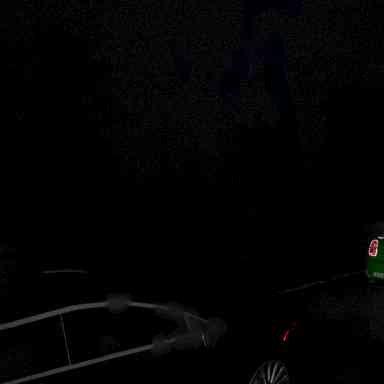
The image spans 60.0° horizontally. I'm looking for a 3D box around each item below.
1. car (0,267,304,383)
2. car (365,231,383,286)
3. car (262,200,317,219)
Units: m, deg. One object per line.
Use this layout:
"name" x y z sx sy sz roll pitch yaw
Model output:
"car" -0.998 1.491 3.014 4.902 1.511 2.128 0 0 -36
"car" 6.320 1.352 8.204 4.553 1.767 2.097 0 0 -35
"car" 8.570 1.478 29.615 1.882 1.535 5.008 -1 1 -42
